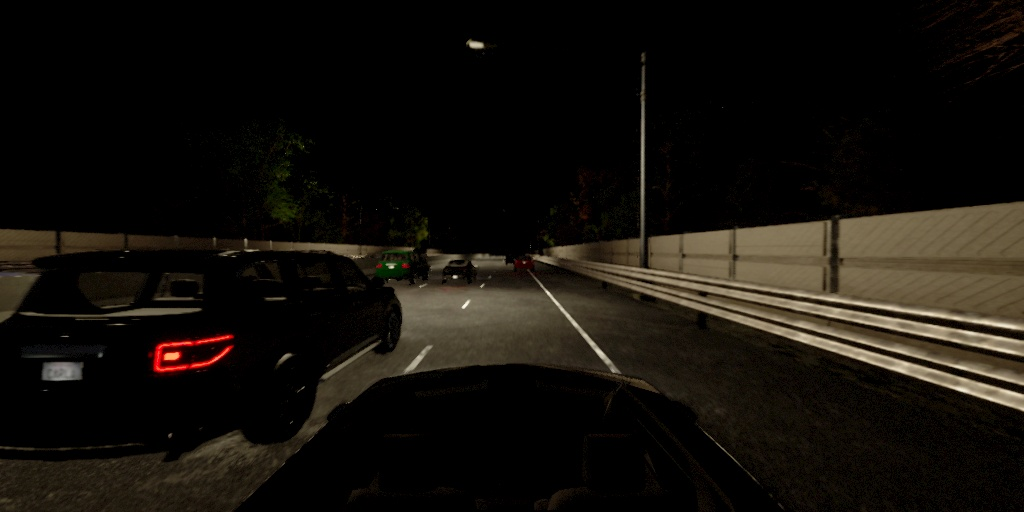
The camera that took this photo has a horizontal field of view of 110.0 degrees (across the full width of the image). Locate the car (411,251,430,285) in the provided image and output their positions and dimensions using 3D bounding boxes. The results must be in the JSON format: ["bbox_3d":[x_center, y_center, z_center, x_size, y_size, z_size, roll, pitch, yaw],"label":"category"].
[{"bbox_3d":[-6.902,0.698,23.216,2.150,2.045,5.566,0,1,0],"label":"car"}]

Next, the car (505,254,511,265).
[{"bbox_3d":[0.002,0.447,56.367,2.097,1.767,4.553,0,0,0],"label":"car"}]

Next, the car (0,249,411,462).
[{"bbox_3d":[-3.412,0.925,5.386,2.150,2.045,5.566,0,1,0],"label":"car"}]

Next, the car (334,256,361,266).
[{"bbox_3d":[-24.528,0.730,53.625,1.895,1.301,4.718,0,1,1],"label":"car"}]

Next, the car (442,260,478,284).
[{"bbox_3d":[-3.400,0.974,23.833,1.837,1.490,4.892,0,1,0],"label":"car"}]

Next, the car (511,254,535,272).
[{"bbox_3d":[1.224,0.660,37.479,2.097,1.767,4.553,0,1,0],"label":"car"}]
